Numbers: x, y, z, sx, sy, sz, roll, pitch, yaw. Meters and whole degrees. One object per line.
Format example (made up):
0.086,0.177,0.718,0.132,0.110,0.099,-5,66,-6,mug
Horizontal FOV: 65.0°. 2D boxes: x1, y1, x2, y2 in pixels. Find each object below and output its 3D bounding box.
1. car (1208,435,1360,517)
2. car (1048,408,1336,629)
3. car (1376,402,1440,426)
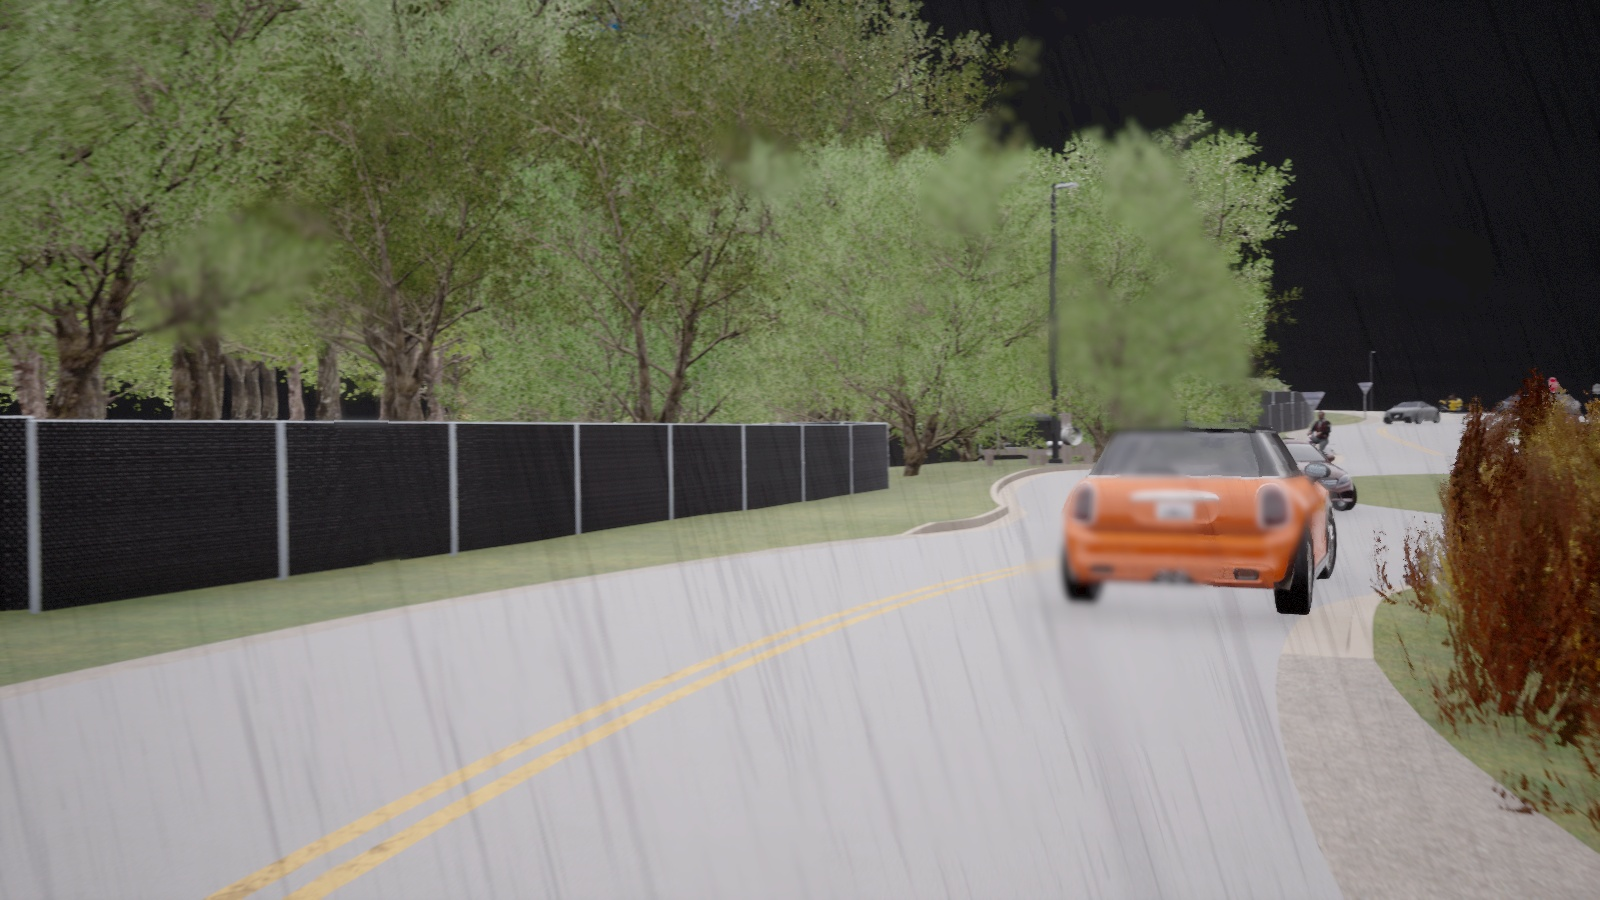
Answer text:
10.426,0.495,27.421,1.812,1.442,4.674,-1,3,4,car
4.109,0.533,12.576,2.097,1.767,4.553,0,0,26,car
36.866,-2.186,76.114,4.181,1.385,1.994,-3,2,-41,car
